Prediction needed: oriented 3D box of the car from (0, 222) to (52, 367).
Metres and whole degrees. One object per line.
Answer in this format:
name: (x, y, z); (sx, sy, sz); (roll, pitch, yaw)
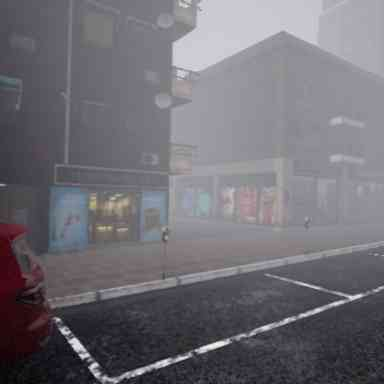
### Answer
car: (-4.024, 1.312, 3.194); (5.009, 1.841, 2.192); (0, 2, -35)
